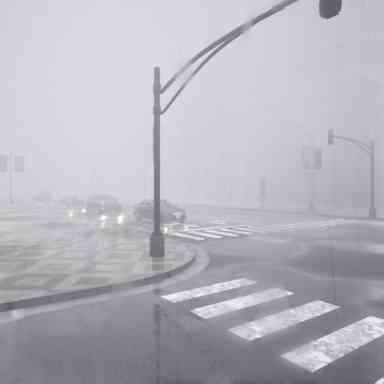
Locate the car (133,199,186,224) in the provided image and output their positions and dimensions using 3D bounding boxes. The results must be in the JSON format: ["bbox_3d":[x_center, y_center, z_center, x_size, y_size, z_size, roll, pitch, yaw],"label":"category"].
[{"bbox_3d":[-2.272,1.243,22.351,2.128,1.511,4.902,0,1,-36],"label":"car"}]

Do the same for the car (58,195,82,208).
[{"bbox_3d":[-13.939,1.067,38.568,1.895,1.301,4.718,0,1,-36],"label":"car"}]

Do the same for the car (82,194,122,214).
[{"bbox_3d":[-8.093,0.963,30.436,2.097,1.767,4.553,0,1,-36],"label":"car"}]

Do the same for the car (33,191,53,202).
[{"bbox_3d":[-22.958,0.613,51.247,2.097,1.767,4.553,0,1,-36],"label":"car"}]
